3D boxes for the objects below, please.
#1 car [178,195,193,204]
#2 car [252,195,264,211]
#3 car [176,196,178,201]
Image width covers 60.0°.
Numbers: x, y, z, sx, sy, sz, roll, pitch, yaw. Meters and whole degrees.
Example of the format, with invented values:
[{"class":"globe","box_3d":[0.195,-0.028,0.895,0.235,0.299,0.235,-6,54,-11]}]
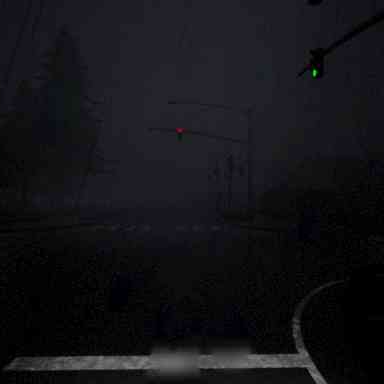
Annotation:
[{"class":"car","box_3d":[-0.909,1.507,60.877,2.033,1.411,5.357,0,0,-7]},{"class":"car","box_3d":[8.866,1.138,36.257,4.605,1.855,1.932,0,0,-1]},{"class":"car","box_3d":[-2.202,1.314,71.061,1.812,1.442,4.674,0,0,-13]}]
